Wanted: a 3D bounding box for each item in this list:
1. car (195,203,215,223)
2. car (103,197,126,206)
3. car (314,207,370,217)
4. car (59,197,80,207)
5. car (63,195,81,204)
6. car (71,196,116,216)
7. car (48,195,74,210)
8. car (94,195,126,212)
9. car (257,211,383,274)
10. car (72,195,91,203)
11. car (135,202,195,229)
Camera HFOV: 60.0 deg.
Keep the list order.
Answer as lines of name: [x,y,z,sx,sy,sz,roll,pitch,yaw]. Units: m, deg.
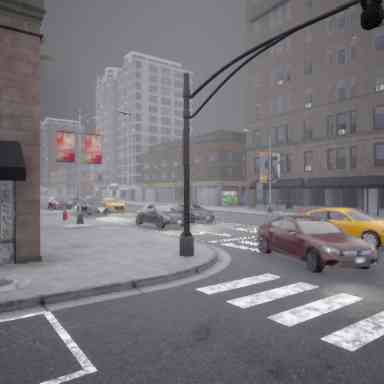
car: [-0.274,1.495,24.573,1.812,1.442,4.674,0,0,-36]
car: [-12.426,1.516,52.860,1.895,1.301,4.718,0,0,-36]
car: [6.749,1.466,14.826,1.882,1.535,5.008,0,0,-36]
car: [-18.330,1.488,49.754,1.994,1.385,4.181,0,0,-35]
car: [-21.710,1.407,60.181,1.837,1.490,4.892,0,0,-36]
car: [-9.535,1.449,31.853,2.128,1.511,4.902,0,0,-36]
car: [-16.542,1.291,41.616,2.097,1.767,4.553,0,0,-35]
car: [-9.000,1.425,36.674,1.882,1.535,5.008,0,0,-36]
car: [3.759,1.522,10.886,1.812,1.442,4.674,0,0,-16]
car: [-22.044,1.437,66.192,2.033,1.411,5.357,0,0,-36]
car: [-2.093,1.502,21.540,1.812,1.442,4.674,0,0,-36]
